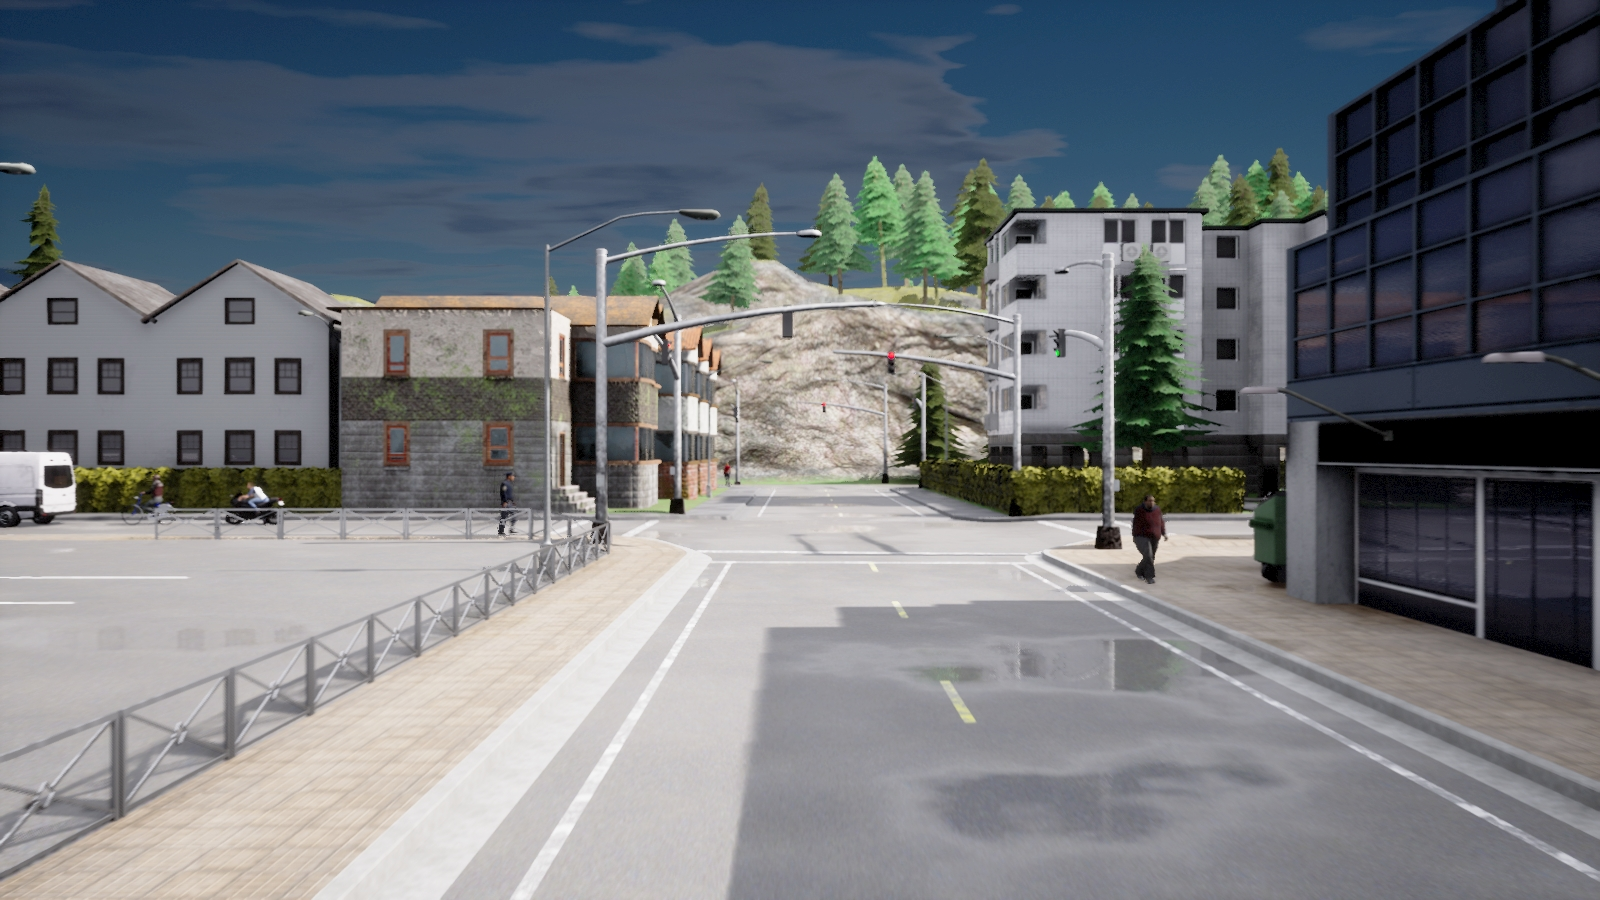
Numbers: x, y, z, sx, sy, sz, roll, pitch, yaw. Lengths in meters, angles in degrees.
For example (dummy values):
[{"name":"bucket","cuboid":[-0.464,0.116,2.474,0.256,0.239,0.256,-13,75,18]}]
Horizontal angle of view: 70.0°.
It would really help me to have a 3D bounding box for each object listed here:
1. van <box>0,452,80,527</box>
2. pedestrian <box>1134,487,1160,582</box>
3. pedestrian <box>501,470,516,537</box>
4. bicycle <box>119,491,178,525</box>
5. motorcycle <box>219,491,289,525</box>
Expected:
[{"name":"van","cuboid":[-28.551,1.337,39.649,5.915,2.561,1.988,0,0,0]},{"name":"pedestrian","cuboid":[6.885,1.676,22.676,0.375,1.860,0.375,0,0,-5]},{"name":"pedestrian","cuboid":[-8.232,1.500,32.256,0.375,1.860,0.375,0,0,-6]},{"name":"bicycle","cuboid":[-22.623,2.013,39.693,1.835,1.171,0.329,0,0,0]},{"name":"motorcycle","cuboid":[-18.931,2.015,39.636,2.033,1.145,0.803,0,0,0]}]
